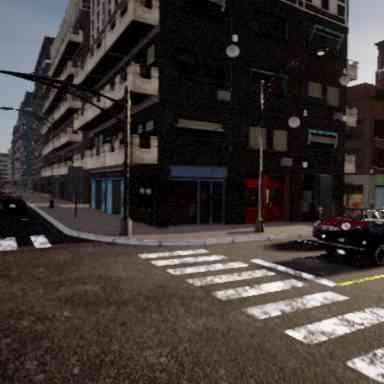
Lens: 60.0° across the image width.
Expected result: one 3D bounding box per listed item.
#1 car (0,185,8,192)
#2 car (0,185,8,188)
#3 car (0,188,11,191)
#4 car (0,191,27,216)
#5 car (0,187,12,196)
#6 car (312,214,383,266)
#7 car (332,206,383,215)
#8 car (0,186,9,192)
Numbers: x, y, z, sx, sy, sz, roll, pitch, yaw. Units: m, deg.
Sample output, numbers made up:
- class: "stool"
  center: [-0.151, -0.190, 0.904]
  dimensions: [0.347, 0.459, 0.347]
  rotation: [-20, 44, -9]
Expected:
- class: "car"
  center: [-45.442, -0.922, 80.142]
  dimensions: [1.967, 1.590, 4.097]
  rotation: [0, 2, -30]
- class: "car"
  center: [-25.677, 0.165, 45.868]
  dimensions: [2.008, 1.369, 4.403]
  rotation: [0, 2, -30]
- class: "car"
  center: [-17.205, 0.580, 31.178]
  dimensions: [1.887, 1.381, 4.507]
  rotation: [0, 2, -30]
- class: "car"
  center: [-12.227, 0.849, 22.547]
  dimensions: [1.947, 1.339, 4.313]
  rotation: [0, 2, -30]
- class: "car"
  center: [-31.324, -0.121, 55.661]
  dimensions: [1.887, 1.381, 4.507]
  rotation: [0, 2, -30]
- class: "car"
  center: [6.651, 1.631, 11.719]
  dimensions: [4.718, 1.301, 1.895]
  rotation: [1, 1, -31]
- class: "car"
  center: [7.412, 1.441, 15.192]
  dimensions: [4.097, 1.590, 1.967]
  rotation: [1, 0, -31]
- class: "car"
  center: [-42.619, -0.657, 75.249]
  dimensions: [1.947, 1.339, 4.313]
  rotation: [0, 2, -30]
